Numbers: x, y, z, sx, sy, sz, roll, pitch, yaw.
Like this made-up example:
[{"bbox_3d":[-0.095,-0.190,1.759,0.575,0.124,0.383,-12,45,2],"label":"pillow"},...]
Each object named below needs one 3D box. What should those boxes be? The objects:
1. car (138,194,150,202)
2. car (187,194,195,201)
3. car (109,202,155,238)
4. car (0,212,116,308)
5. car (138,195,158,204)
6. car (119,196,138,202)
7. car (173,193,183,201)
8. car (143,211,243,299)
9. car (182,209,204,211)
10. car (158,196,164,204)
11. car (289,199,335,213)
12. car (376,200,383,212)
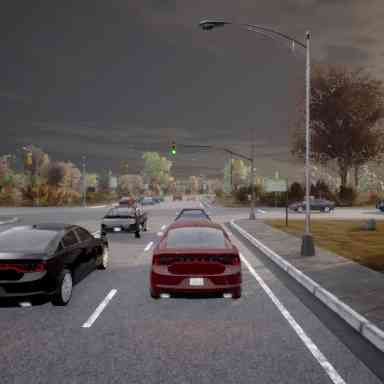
[{"bbox_3d":[-10.731,1.355,74.445,2.097,1.767,4.553,0,0,0],"label":"car"},{"bbox_3d":[-0.262,1.348,85.711,2.097,1.767,4.553,0,0,0],"label":"car"},{"bbox_3d":[-3.446,1.492,17.622,2.128,1.511,4.902,0,0,-1],"label":"car"},{"bbox_3d":[-3.422,1.478,8.041,1.882,1.535,5.008,0,0,0],"label":"car"},{"bbox_3d":[-7.259,1.525,55.347,1.812,1.442,4.674,0,0,0],"label":"car"},{"bbox_3d":[-10.753,1.477,54.957,1.882,1.535,5.008,0,0,0],"label":"car"},{"bbox_3d":[-3.761,1.217,85.344,2.150,2.045,5.566,0,0,0],"label":"car"},{"bbox_3d":[0.076,1.478,8.522,1.882,1.535,5.008,0,0,0],"label":"car"},{"bbox_3d":[0.049,1.564,17.663,1.994,1.385,4.181,0,0,0],"label":"car"},{"bbox_3d":[-7.240,1.547,64.939,2.033,1.411,5.357,0,0,0],"label":"car"},{"bbox_3d":[13.267,1.505,36.912,4.892,1.490,1.837,0,0,3],"label":"car"},{"bbox_3d":[23.265,1.212,36.401,5.566,2.045,2.150,0,0,3],"label":"car"}]
